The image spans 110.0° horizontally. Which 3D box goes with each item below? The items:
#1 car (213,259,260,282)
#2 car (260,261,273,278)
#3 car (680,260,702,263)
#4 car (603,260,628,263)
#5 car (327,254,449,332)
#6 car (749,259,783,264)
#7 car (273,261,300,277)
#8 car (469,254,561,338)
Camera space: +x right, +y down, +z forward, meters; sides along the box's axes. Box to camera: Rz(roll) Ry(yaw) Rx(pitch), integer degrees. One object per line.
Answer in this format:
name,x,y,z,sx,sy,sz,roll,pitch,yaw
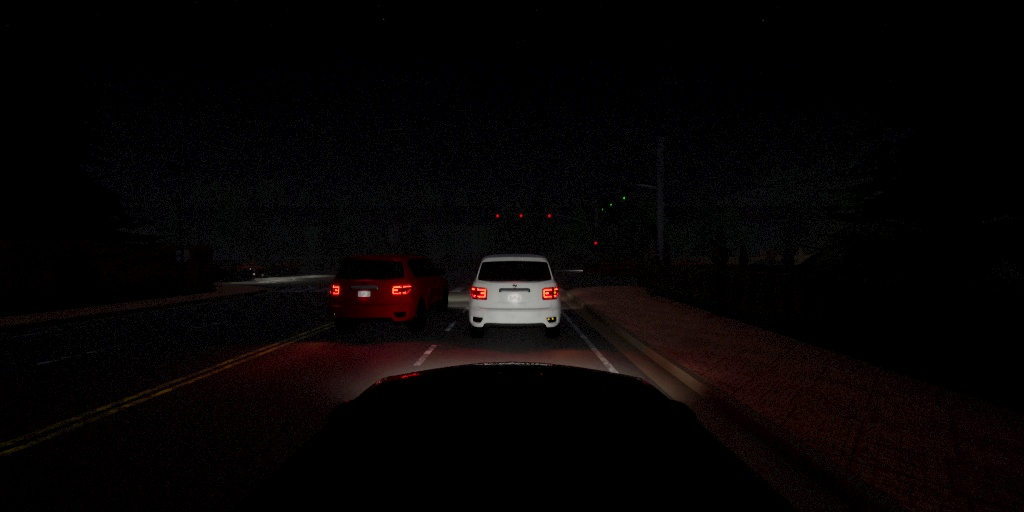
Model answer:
car,-23.049,1.227,28.037,5.008,1.535,1.882,0,0,2
car,-24.234,1.101,31.611,4.553,1.767,2.097,0,0,0
car,24.200,1.297,48.980,5.357,1.411,2.033,0,0,0
car,13.595,1.255,49.047,4.892,1.490,1.837,0,0,0
car,-3.418,0.971,10.994,2.150,2.045,5.566,0,0,0
car,34.578,1.195,48.940,4.892,1.490,1.837,-2,0,0
car,-23.474,1.227,35.104,5.008,1.535,1.882,0,0,0
car,0.081,0.971,10.312,2.150,2.045,5.566,0,0,1
